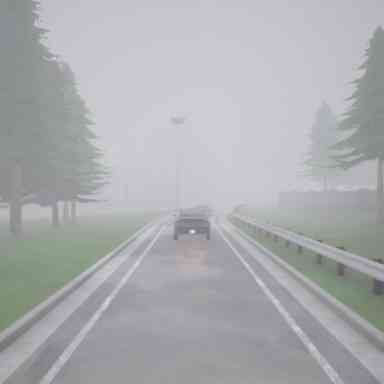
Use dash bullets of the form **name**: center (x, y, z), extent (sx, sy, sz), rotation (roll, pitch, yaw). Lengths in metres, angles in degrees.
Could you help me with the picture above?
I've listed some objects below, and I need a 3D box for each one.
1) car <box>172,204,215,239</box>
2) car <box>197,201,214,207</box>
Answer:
- **car**: center (0.003, 1.614, 18.053), extent (1.837, 1.490, 4.892), rotation (0, 0, 0)
- **car**: center (1.393, 1.747, 37.216), extent (1.812, 1.442, 4.674), rotation (0, 0, 10)
